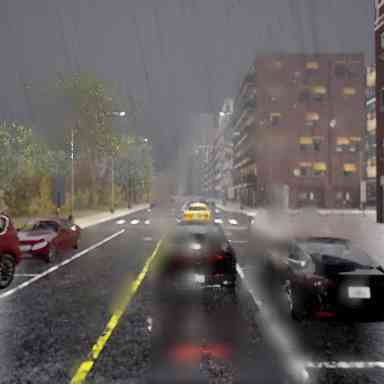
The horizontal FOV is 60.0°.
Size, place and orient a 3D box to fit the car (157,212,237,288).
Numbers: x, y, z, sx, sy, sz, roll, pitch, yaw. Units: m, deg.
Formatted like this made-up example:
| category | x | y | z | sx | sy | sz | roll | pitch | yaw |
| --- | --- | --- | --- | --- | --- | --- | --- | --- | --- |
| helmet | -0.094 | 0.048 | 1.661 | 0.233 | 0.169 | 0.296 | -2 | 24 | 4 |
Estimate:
| category | x | y | z | sx | sy | sz | roll | pitch | yaw |
| --- | --- | --- | --- | --- | --- | --- | --- | --- | --- |
| car | 0.106 | 1.535 | 9.285 | 1.837 | 1.490 | 4.892 | 0 | 0 | 0 |

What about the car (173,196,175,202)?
| category | x | y | z | sx | sy | sz | roll | pitch | yaw |
| --- | --- | --- | --- | --- | --- | --- | --- | --- | --- |
| car | -5.260 | 1.543 | 67.248 | 2.192 | 1.841 | 5.009 | 1 | 0 | 0 |

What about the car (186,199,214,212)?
| category | x | y | z | sx | sy | sz | roll | pitch | yaw |
| --- | --- | --- | --- | --- | --- | --- | --- | --- | --- |
| car | 0.466 | 1.525 | 24.046 | 1.801 | 1.575 | 5.366 | 0 | 0 | 5 |

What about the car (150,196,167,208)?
| category | x | y | z | sx | sy | sz | roll | pitch | yaw |
| --- | --- | --- | --- | --- | --- | --- | --- | --- | --- |
| car | -5.274 | 1.710 | 50.219 | 1.887 | 1.381 | 4.507 | 1 | 0 | 0 |

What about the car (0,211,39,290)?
| category | x | y | z | sx | sy | sz | roll | pitch | yaw |
| --- | --- | --- | --- | --- | --- | --- | --- | --- | --- |
| car | -5.301 | 1.335 | 6.450 | 2.192 | 1.841 | 5.009 | 1 | 0 | 0 |

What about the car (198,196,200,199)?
| category | x | y | z | sx | sy | sz | roll | pitch | yaw |
| --- | --- | --- | --- | --- | --- | --- | --- | --- | --- |
| car | 2.619 | 1.813 | 68.066 | 1.802 | 1.307 | 4.206 | 1 | 0 | 0 |

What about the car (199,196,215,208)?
| category | x | y | z | sx | sy | sz | roll | pitch | yaw |
| --- | --- | --- | --- | --- | --- | --- | --- | --- | --- |
| car | 2.607 | 1.719 | 51.017 | 2.008 | 1.369 | 4.403 | 1 | 0 | 0 |

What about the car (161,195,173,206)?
| category | x | y | z | sx | sy | sz | roll | pitch | yaw |
| --- | --- | --- | --- | --- | --- | --- | --- | --- | --- |
| car | -5.264 | 1.522 | 61.572 | 2.192 | 1.841 | 5.009 | 1 | 0 | 0 |

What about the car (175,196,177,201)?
| category | x | y | z | sx | sy | sz | roll | pitch | yaw |
| --- | --- | --- | --- | --- | --- | --- | --- | --- | --- |
| car | -5.250 | 1.848 | 84.275 | 2.008 | 1.369 | 4.403 | 1 | 0 | 0 |

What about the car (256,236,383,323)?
| category | x | y | z | sx | sy | sz | roll | pitch | yaw |
| --- | --- | --- | --- | --- | --- | --- | --- | --- | --- |
| car | 2.577 | 1.588 | 7.201 | 1.947 | 1.339 | 4.313 | 1 | 0 | 0 |

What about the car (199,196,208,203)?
| category | x | y | z | sx | sy | sz | roll | pitch | yaw |
| --- | --- | --- | --- | --- | --- | --- | --- | --- | --- |
| car | 2.628 | 1.717 | 79.433 | 1.967 | 1.590 | 4.097 | 1 | 0 | 0 |

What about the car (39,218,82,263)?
| category | x | y | z | sx | sy | sz | roll | pitch | yaw |
| --- | --- | --- | --- | --- | --- | --- | --- | --- | --- |
| car | -5.300 | 1.619 | 12.104 | 1.802 | 1.307 | 4.206 | 1 | 0 | 0 |
